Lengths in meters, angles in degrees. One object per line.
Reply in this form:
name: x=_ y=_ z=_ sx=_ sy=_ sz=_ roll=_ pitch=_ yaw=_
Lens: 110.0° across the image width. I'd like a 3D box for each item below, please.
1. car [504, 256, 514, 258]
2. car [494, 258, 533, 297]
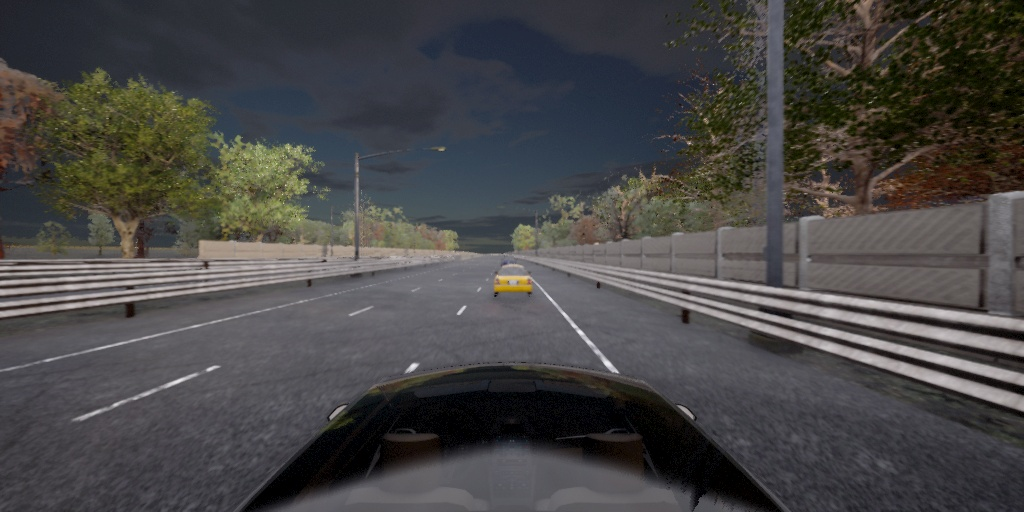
car: x=-0.386 y=0.761 z=47.364 sx=2.097 sy=1.767 sz=4.553 roll=0 pitch=0 yaw=-1
car: x=0.037 y=1.093 z=18.042 sx=1.801 sy=1.575 sz=5.366 roll=0 pitch=0 yaw=0
